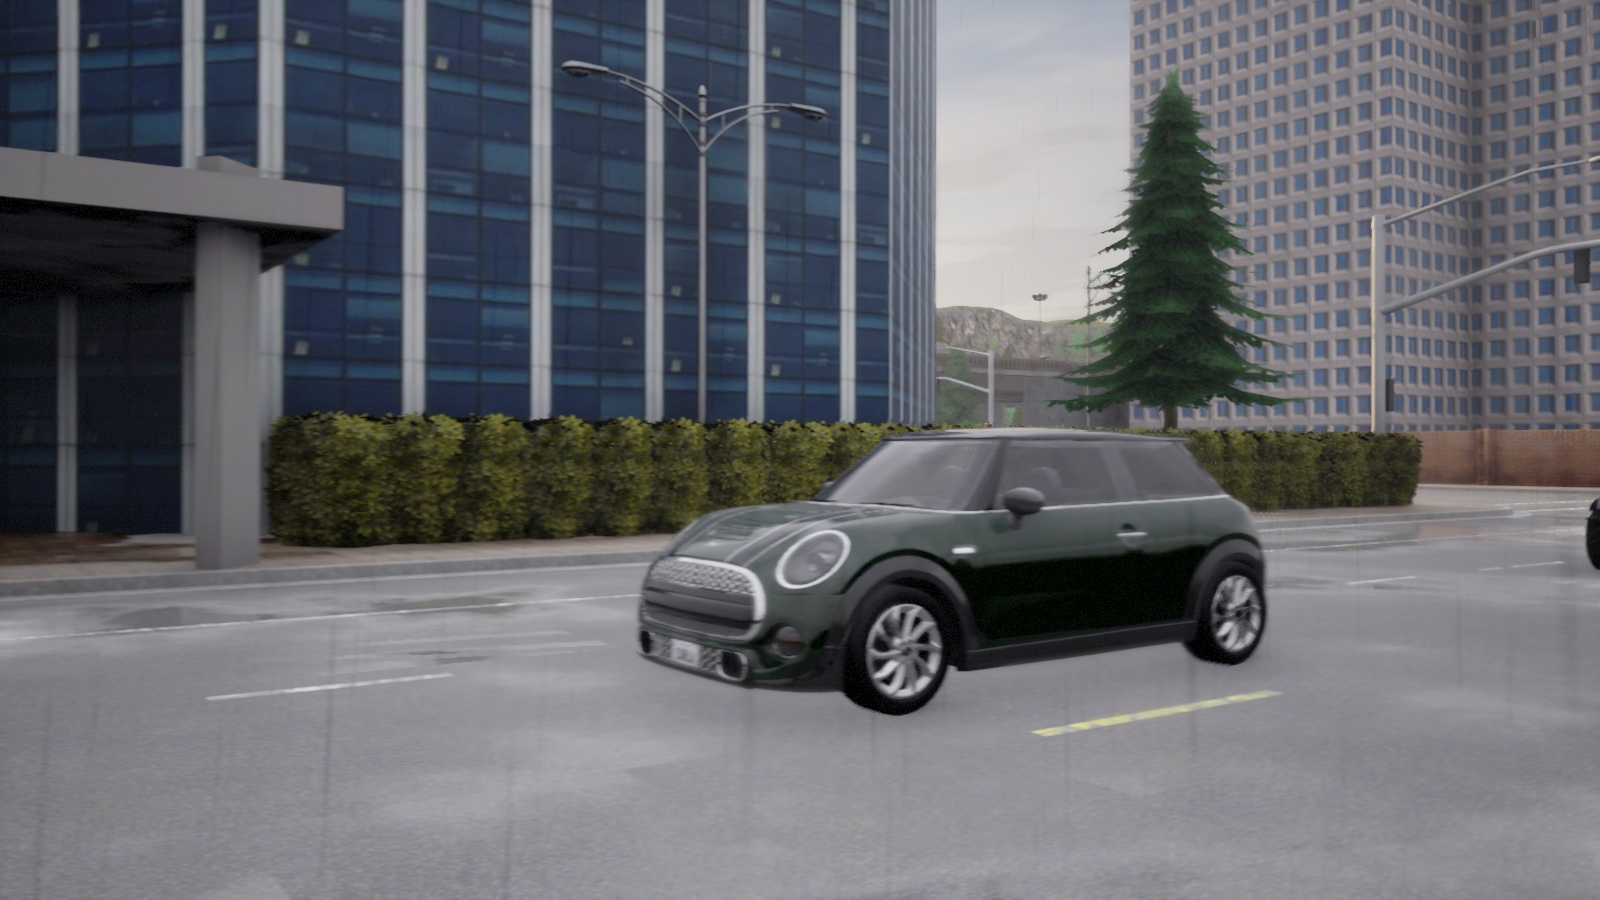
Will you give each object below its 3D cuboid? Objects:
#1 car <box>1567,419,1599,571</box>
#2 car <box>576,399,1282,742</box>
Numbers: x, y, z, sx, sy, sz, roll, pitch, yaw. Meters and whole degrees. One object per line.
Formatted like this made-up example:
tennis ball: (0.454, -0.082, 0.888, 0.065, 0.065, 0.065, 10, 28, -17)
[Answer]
car: (11.793, 0.555, 16.132, 3.866, 1.878, 1.905, 0, 0, -35)
car: (1.007, 0.622, 8.624, 4.553, 1.767, 2.097, 0, 0, -35)
